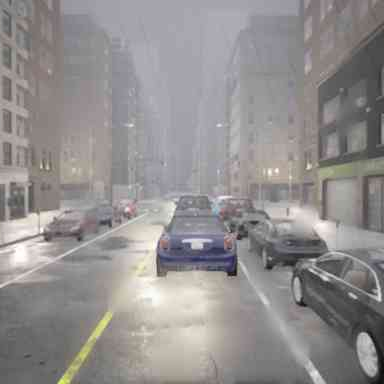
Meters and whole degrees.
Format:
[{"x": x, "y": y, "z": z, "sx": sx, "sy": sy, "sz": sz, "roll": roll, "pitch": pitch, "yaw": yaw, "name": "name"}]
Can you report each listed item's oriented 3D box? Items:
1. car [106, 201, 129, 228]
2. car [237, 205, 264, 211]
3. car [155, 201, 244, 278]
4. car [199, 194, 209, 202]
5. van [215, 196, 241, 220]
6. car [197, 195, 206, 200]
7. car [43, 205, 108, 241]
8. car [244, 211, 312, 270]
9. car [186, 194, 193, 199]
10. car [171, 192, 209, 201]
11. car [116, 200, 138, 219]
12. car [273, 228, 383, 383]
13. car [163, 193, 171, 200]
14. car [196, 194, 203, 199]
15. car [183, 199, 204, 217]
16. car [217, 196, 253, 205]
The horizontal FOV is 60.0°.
[{"x": -5.667, "y": 1.498, "z": 21.722, "sx": 1.947, "sy": 1.339, "sz": 4.313, "roll": 0, "pitch": 0, "yaw": 0, "name": "car"}, {"x": 2.859, "y": 1.515, "z": 16.204, "sx": 1.947, "sy": 1.339, "sz": 4.313, "roll": 0, "pitch": 0, "yaw": 0, "name": "car"}, {"x": 0.087, "y": 1.320, "z": 10.238, "sx": 2.097, "sy": 1.767, "sz": 4.553, "roll": 0, "pitch": 0, "yaw": -1, "name": "car"}, {"x": 2.576, "y": 1.242, "z": 71.141, "sx": 1.967, "sy": 1.590, "sz": 4.097, "roll": 0, "pitch": 0, "yaw": -1, "name": "car"}, {"x": 2.859, "y": 1.255, "z": 27.251, "sx": 1.690, "sy": 1.788, "sz": 3.998, "roll": 0, "pitch": 0, "yaw": 0, "name": "van"}, {"x": 2.328, "y": 1.361, "z": 82.449, "sx": 1.802, "sy": 1.307, "sz": 4.206, "roll": 0, "pitch": 0, "yaw": -1, "name": "car"}, {"x": -5.667, "y": 1.531, "z": 16.197, "sx": 1.802, "sy": 1.307, "sz": 4.206, "roll": 0, "pitch": 0, "yaw": 0, "name": "car"}, {"x": 2.859, "y": 1.517, "z": 10.681, "sx": 2.008, "sy": 1.369, "sz": 4.403, "roll": 0, "pitch": 0, "yaw": 0, "name": "car"}, {"x": -0.780, "y": 1.302, "z": 93.888, "sx": 1.994, "sy": 1.385, "sz": 4.181, "roll": 0, "pitch": 0, "yaw": -1, "name": "car"}, {"x": 0.097, "y": 1.155, "z": 20.111, "sx": 2.150, "sy": 2.045, "sz": 5.566, "roll": 0, "pitch": 0, "yaw": 0, "name": "car"}, {"x": -5.667, "y": 1.355, "z": 27.247, "sx": 1.967, "sy": 1.590, "sz": 4.097, "roll": 0, "pitch": 0, "yaw": 0, "name": "car"}, {"x": 2.858, "y": 1.534, "z": 5.157, "sx": 2.008, "sy": 1.369, "sz": 4.403, "roll": 0, "pitch": 0, "yaw": 0, "name": "car"}, {"x": -6.195, "y": 1.220, "z": 82.270, "sx": 1.967, "sy": 1.590, "sz": 4.097, "roll": 0, "pitch": 0, "yaw": -1, "name": "car"}, {"x": 2.080, "y": 1.343, "z": 93.752, "sx": 1.802, "sy": 1.307, "sz": 4.206, "roll": 0, "pitch": 0, "yaw": -1, "name": "car"}, {"x": 0.097, "y": 1.427, "z": 31.416, "sx": 1.812, "sy": 1.442, "sz": 4.674, "roll": 0, "pitch": 0, "yaw": -1, "name": "car"}, {"x": 2.859, "y": 1.246, "z": 21.728, "sx": 2.192, "sy": 1.841, "sz": 5.009, "roll": 0, "pitch": 0, "yaw": 0, "name": "car"}]
